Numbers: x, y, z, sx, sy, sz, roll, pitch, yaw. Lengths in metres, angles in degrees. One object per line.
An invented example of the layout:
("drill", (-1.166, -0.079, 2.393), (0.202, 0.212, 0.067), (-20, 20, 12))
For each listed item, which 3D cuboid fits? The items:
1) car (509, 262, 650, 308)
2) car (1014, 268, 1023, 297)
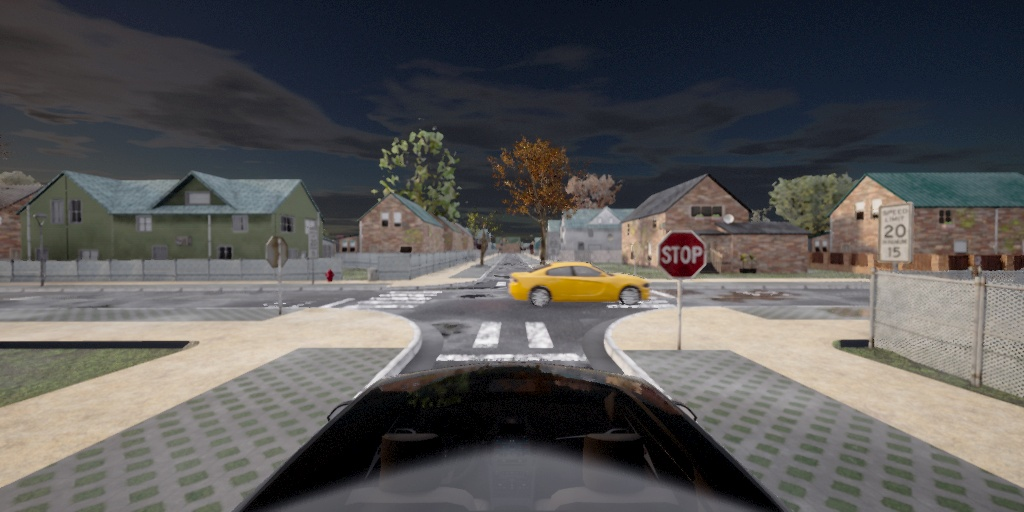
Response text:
("car", (2.383, 0.963, 13.020), (5.008, 1.535, 1.882), (-1, 1, 1))
("car", (21.322, 0.733, 12.784), (4.553, 1.767, 2.097), (0, 1, 1))
